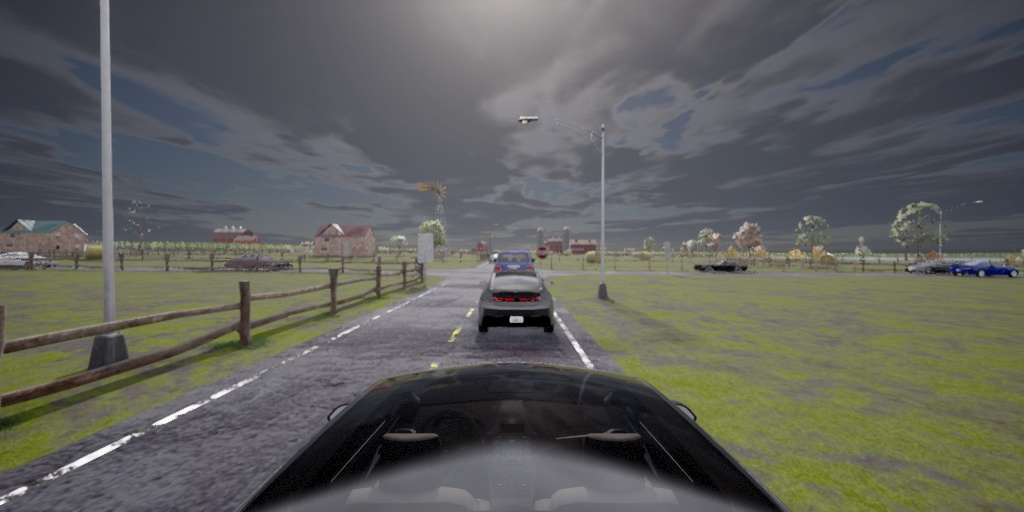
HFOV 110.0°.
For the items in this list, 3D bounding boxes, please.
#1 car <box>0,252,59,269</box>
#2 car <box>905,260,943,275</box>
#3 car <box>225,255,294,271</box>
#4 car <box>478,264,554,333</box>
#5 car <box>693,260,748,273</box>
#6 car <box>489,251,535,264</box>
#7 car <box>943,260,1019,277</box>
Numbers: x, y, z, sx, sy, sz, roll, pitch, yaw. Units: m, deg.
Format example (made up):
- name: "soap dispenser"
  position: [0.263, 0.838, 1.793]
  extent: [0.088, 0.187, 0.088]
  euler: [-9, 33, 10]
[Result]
- name: "car"
  position: [-44.554, 0.379, 32.789]
  extent: [4.674, 1.442, 1.812]
  euler: [0, 0, 0]
- name: "car"
  position: [43.400, 1.186, 36.823]
  extent: [4.902, 1.511, 2.128]
  euler: [1, 0, 0]
- name: "car"
  position: [-23.221, 0.623, 33.036]
  extent: [5.357, 1.411, 2.033]
  euler: [1, 0, -1]
- name: "car"
  position: [0.099, 1.134, 10.319]
  extent: [1.837, 1.490, 4.892]
  euler: [0, 1, 0]
- name: "car"
  position: [21.176, 1.094, 36.576]
  extent: [4.718, 1.301, 1.895]
  euler: [1, 0, -1]
- name: "car"
  position: [0.120, 0.713, 20.185]
  extent: [2.150, 2.045, 5.566]
  euler: [0, 1, 1]
- name: "car"
  position: [44.712, 1.193, 33.985]
  extent: [5.008, 1.535, 1.882]
  euler: [1, 0, 0]
